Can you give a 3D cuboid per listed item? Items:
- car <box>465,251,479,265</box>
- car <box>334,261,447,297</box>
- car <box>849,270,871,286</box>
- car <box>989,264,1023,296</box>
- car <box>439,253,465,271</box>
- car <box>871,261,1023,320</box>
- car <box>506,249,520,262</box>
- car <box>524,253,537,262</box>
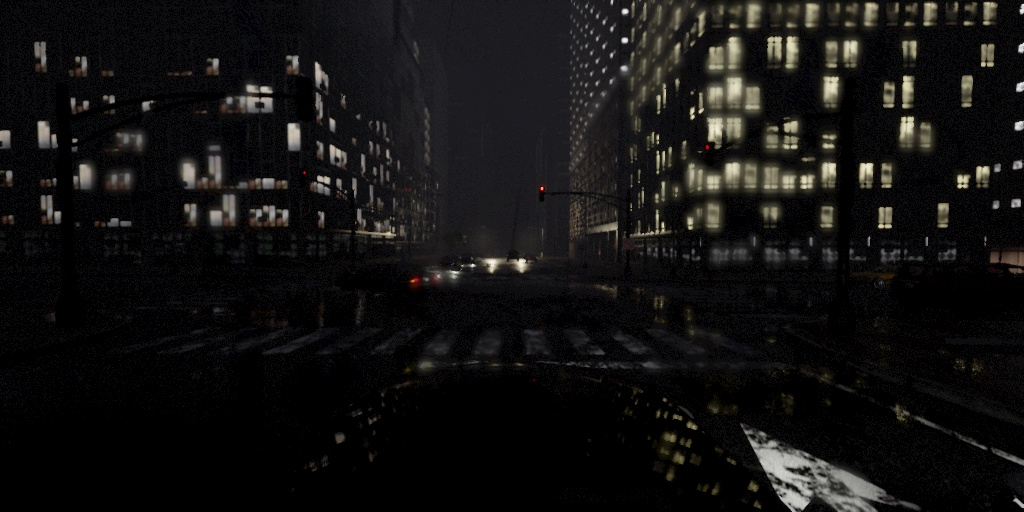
[{"bbox_3d":[-6.434,0.306,52.302,2.097,1.767,4.553,0,1,0],"label":"car"},{"bbox_3d":[-5.946,1.025,16.868,5.357,1.411,2.033,1,2,28],"label":"car"},{"bbox_3d":[21.856,1.125,20.729,4.829,1.417,1.751,0,0,1],"label":"car"},{"bbox_3d":[27.870,1.226,17.995,4.902,1.511,2.128,1,2,1],"label":"car"},{"bbox_3d":[-6.493,0.666,37.706,1.882,1.535,5.008,0,1,0],"label":"car"},{"bbox_3d":[16.221,1.121,12.463,5.009,1.841,2.192,0,0,1],"label":"car"},{"bbox_3d":[0.176,0.006,62.881,2.150,2.045,5.566,0,1,0],"label":"car"},{"bbox_3d":[3.428,0.305,63.263,1.812,1.442,4.674,0,1,0],"label":"car"}]
